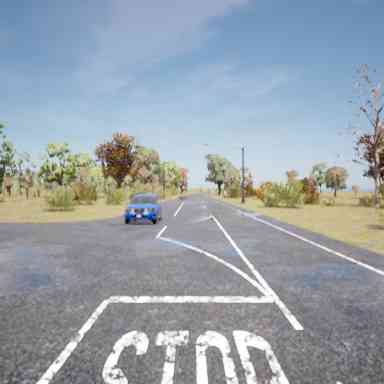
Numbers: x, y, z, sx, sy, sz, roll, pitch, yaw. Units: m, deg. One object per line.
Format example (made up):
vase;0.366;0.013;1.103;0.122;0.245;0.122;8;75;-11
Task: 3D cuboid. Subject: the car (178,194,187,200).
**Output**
car;-2.537;1.342;87.183;1.994;1.385;4.181;0;0;5

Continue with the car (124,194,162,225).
car;-3.404;1.193;24.206;2.150;2.045;5.566;0;0;0
